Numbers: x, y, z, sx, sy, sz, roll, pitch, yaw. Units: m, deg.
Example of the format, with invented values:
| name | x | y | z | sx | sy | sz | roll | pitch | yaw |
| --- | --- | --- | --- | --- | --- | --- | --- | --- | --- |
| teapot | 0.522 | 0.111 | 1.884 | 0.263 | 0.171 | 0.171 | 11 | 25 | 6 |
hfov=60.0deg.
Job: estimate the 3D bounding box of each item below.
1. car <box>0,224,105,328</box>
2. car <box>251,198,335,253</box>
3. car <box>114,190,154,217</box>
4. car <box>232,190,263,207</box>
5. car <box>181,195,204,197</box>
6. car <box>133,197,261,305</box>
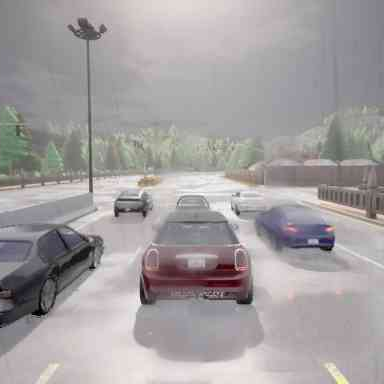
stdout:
| name | x | y | z | sx | sy | sz | roll | pitch | yaw |
| --- | --- | --- | --- | --- | --- | --- | --- | --- | --- |
| car | -3.419 | 1.417 | 7.156 | 2.033 | 1.411 | 5.357 | 0 | 2 | 0 |
| car | 3.561 | 1.181 | 12.073 | 1.812 | 1.442 | 4.674 | 0 | 3 | 0 |
| car | -3.482 | 0.590 | 20.414 | 2.128 | 1.511 | 4.902 | 0 | 4 | 0 |
| car | 3.552 | 0.584 | 21.062 | 1.812 | 1.442 | 4.674 | 0 | 4 | 1 |
| car | 0.035 | 0.861 | 17.332 | 2.033 | 1.411 | 5.357 | 0 | 4 | 0 |
| car | 0.077 | 1.192 | 7.950 | 2.097 | 1.767 | 4.553 | 0 | 2 | 0 |
